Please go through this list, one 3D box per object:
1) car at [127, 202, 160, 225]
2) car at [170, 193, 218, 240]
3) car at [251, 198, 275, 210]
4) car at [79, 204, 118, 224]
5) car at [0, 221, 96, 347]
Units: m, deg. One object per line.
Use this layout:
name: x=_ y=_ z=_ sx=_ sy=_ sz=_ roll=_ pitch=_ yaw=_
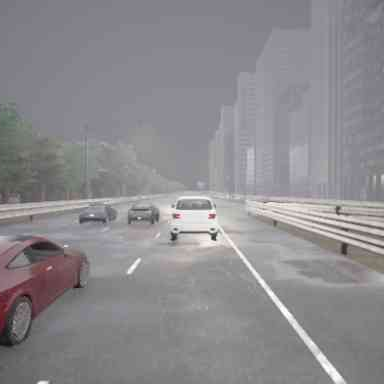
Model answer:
car: x=-3.408 y=1.495 z=24.011 sx=2.128 sy=1.511 sz=4.902 roll=0 pitch=0 yaw=0
car: x=0.094 y=1.223 z=17.035 sx=2.150 sy=2.045 sz=5.566 roll=0 pitch=0 yaw=0
car: x=9.144 y=1.541 z=42.606 sx=2.128 sy=1.511 sz=4.902 roll=0 pitch=0 yaw=-12
car: x=-6.909 y=1.568 z=24.908 sx=1.994 sy=1.385 sz=4.181 roll=0 pitch=0 yaw=0
car: x=-3.404 y=1.525 z=6.180 sx=1.812 sy=1.442 sz=4.674 roll=0 pitch=0 yaw=0
